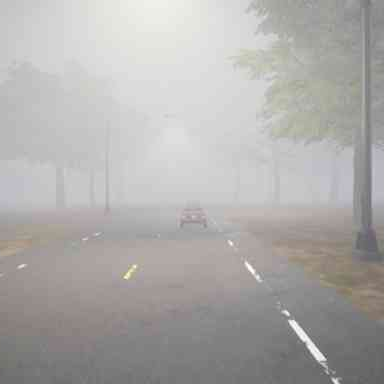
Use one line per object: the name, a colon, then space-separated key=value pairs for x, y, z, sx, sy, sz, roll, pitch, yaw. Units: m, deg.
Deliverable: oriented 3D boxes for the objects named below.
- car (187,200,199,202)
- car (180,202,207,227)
car: x=0.098 y=1.704 z=41.306 sx=1.882 sy=1.535 sz=5.008 roll=0 pitch=0 yaw=0
car: x=0.100 y=1.658 z=23.756 sx=2.033 sy=1.411 sz=5.357 roll=0 pitch=0 yaw=0
